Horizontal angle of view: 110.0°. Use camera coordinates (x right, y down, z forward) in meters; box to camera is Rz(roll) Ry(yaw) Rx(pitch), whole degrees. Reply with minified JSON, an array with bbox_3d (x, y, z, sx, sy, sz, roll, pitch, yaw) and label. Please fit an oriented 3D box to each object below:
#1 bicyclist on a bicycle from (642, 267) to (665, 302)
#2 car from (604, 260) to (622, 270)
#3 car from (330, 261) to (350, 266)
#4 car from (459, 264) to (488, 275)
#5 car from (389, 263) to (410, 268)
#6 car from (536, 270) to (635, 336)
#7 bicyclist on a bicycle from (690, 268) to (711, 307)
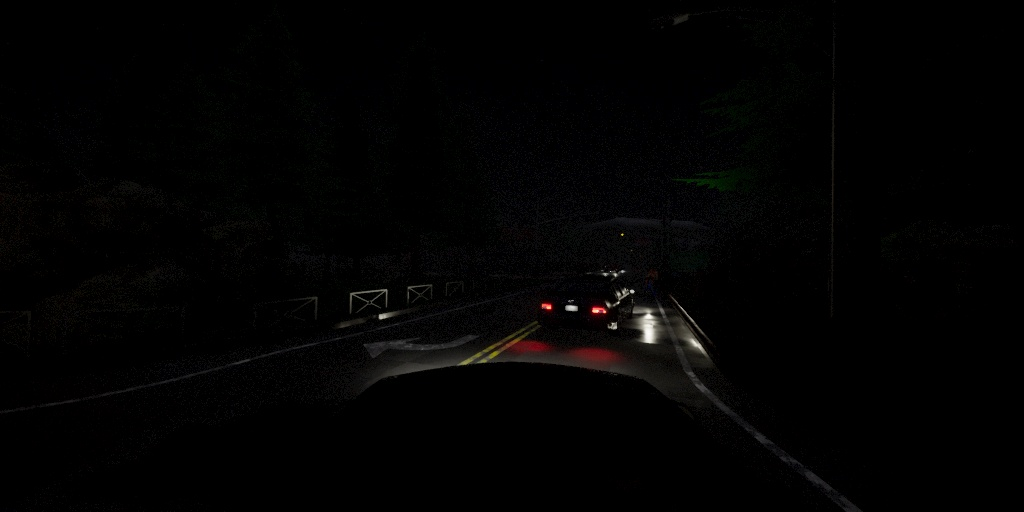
[{"bbox_3d":[6.523,1.313,16.498,1.656,1.620,0.582,1,-1,-31],"label":"bicyclist on a bicycle"},{"bbox_3d":[16.689,1.772,59.856,2.150,2.045,5.566,1,-1,20],"label":"car"},{"bbox_3d":[-24.237,1.460,52.158,5.357,1.411,2.033,1,-1,24],"label":"car"},{"bbox_3d":[-5.109,1.721,44.816,4.181,1.385,1.994,1,-1,20],"label":"car"},{"bbox_3d":[-14.489,1.599,48.270,4.181,1.385,1.994,1,-1,21],"label":"car"},{"bbox_3d":[2.361,1.263,10.315,2.033,1.411,5.357,1,-1,24],"label":"car"},{"bbox_3d":[7.960,1.325,15.107,1.656,1.620,0.582,1,-1,-34],"label":"bicyclist on a bicycle"}]
